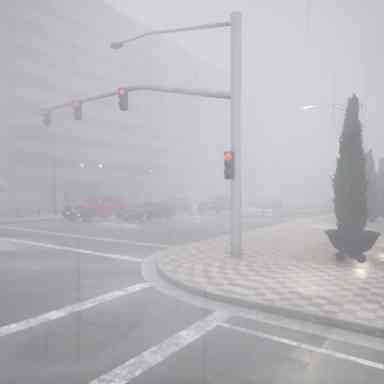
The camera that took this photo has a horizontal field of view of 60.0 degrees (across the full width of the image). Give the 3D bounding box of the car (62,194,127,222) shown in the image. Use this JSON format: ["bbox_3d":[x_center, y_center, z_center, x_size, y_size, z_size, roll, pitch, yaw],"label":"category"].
[{"bbox_3d":[-7.327,1.178,26.126,2.150,2.045,5.566,0,0,35],"label":"car"}]

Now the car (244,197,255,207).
[{"bbox_3d":[9.544,1.504,49.353,2.033,1.411,5.357,0,0,37],"label":"car"}]

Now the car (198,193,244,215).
[{"bbox_3d":[2.830,1.175,34.259,2.150,2.045,5.566,0,0,36],"label":"car"}]

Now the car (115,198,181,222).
[{"bbox_3d":[-3.300,1.459,25.751,1.837,1.490,4.892,0,0,35],"label":"car"}]

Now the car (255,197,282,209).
[{"bbox_3d":[10.647,1.481,44.952,1.812,1.442,4.674,0,0,36],"label":"car"}]

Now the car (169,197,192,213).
[{"bbox_3d":[-1.956,1.309,33.622,2.097,1.767,4.553,0,0,36],"label":"car"}]
